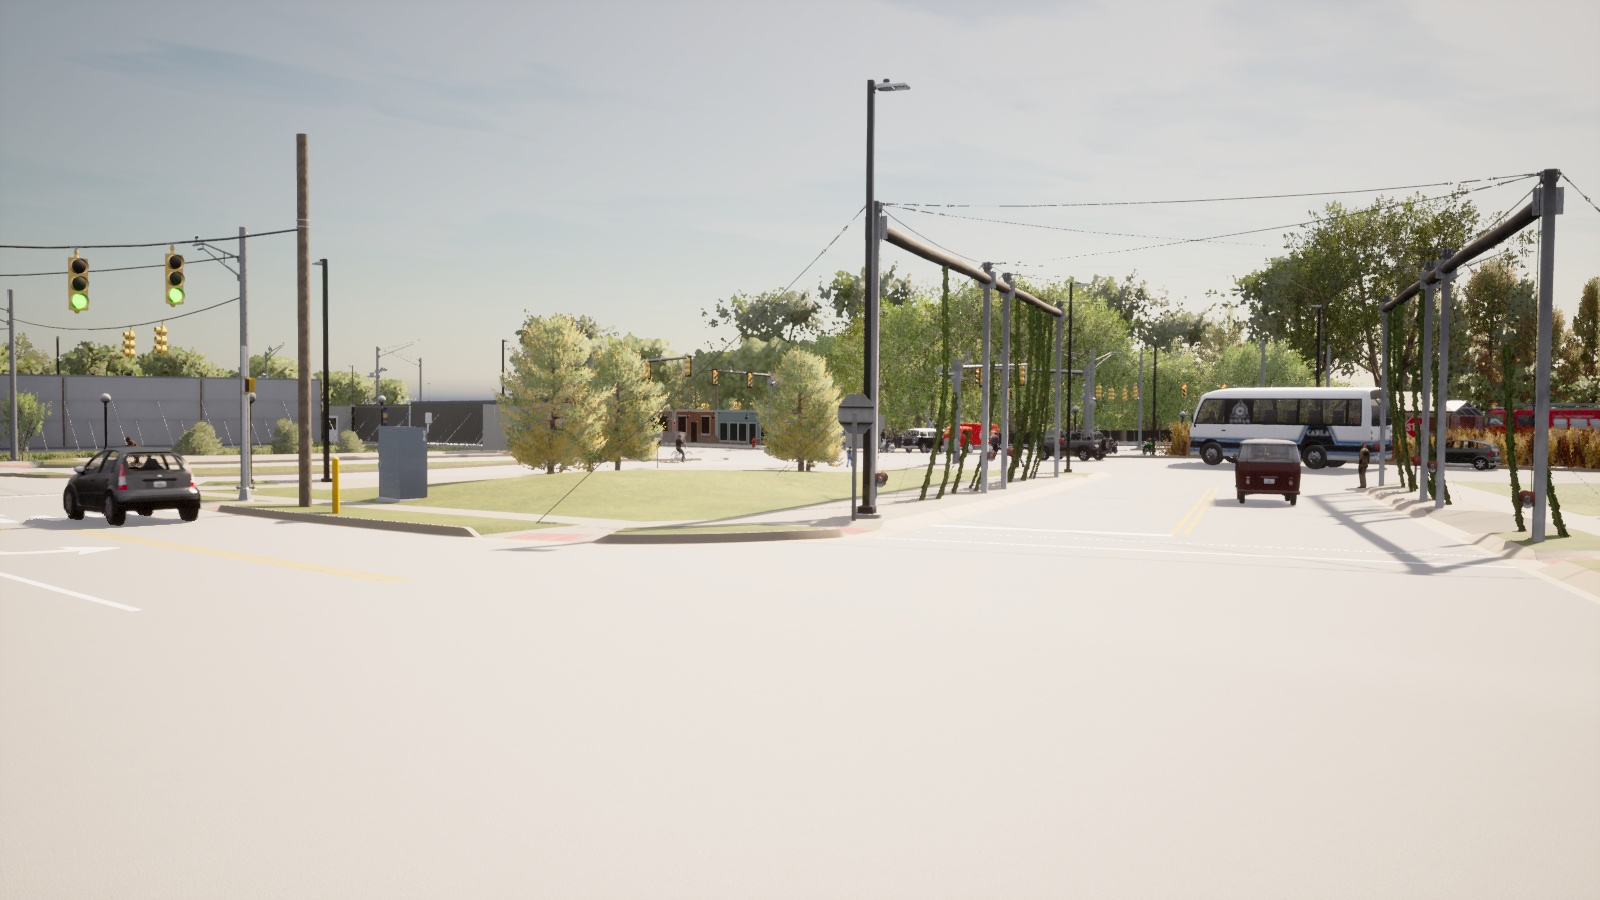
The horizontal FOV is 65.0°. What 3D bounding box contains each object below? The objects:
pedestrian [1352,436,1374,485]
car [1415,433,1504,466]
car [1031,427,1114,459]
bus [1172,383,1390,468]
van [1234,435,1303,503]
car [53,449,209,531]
[{"bbox_3d":[22.366,0.416,49.884,0.396,1.930,0.692,-1,3,-27],"label":"pedestrian"},{"bbox_3d":[34.010,-0.041,64.822,3.705,1.549,1.789,2,3,44],"label":"car"},{"bbox_3d":[16.626,-0.407,76.758,4.605,1.855,1.932,0,2,44],"label":"car"},{"bbox_3d":[25.761,-1.439,67.763,10.273,4.253,3.944,2,4,44],"label":"bus"},{"bbox_3d":[14.492,0.522,39.043,1.775,1.987,4.442,1,1,18],"label":"van"},{"bbox_3d":[-14.744,0.811,27.599,3.988,1.617,1.851,0,2,44],"label":"car"}]
